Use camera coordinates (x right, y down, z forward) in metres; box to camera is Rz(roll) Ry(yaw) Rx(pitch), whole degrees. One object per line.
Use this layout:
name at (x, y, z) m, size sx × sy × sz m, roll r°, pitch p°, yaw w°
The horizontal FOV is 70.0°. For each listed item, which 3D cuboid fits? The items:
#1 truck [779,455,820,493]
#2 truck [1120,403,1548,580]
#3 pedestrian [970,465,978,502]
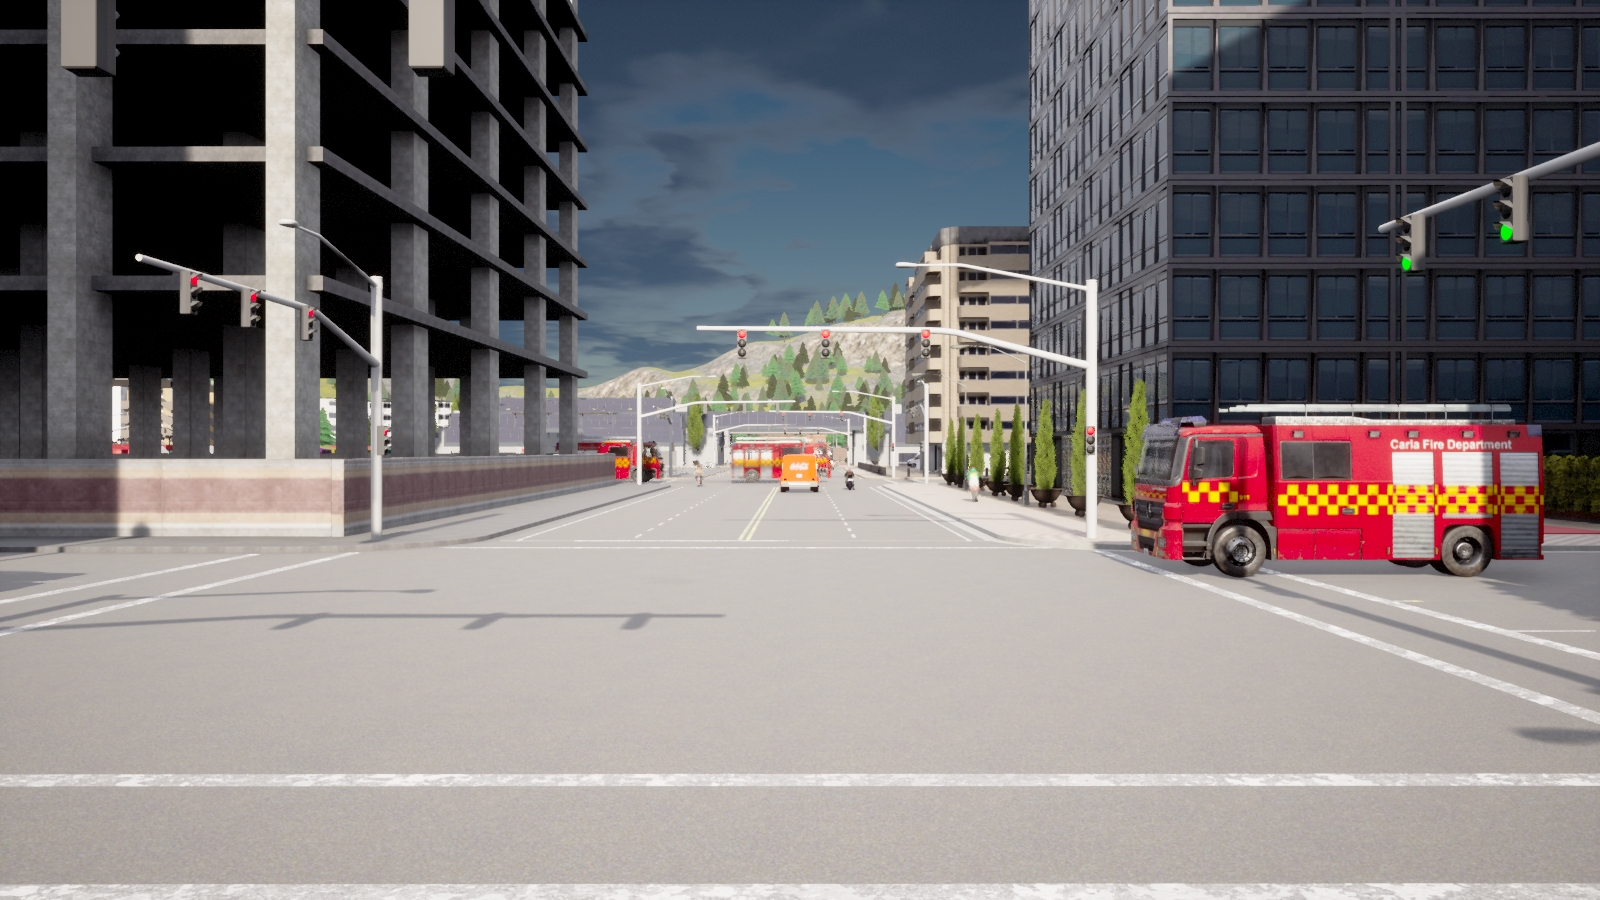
truck at (-0.023, 1.564, 76.782) m, size 2.627 × 2.467 × 5.204 m, roll 0°, pitch 0°, yaw 0°
truck at (11.970, 0.889, 26.163) m, size 8.468 × 3.827 × 2.891 m, roll 0°, pitch 0°, yaw -1°
pedestrian at (8.825, 1.693, 57.927) m, size 0.375 × 1.860 × 0.375 m, roll 0°, pitch 0°, yaw -1°
